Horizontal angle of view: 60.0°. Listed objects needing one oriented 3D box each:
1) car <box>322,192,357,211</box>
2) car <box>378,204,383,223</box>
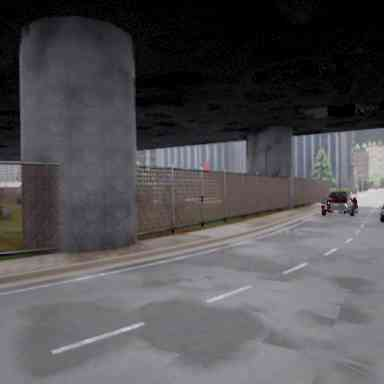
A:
[{"bbox_3d":[10.785,0.703,24.170,2.097,1.767,4.553,-1,1,31],"label":"car"},{"bbox_3d":[13.255,1.165,21.497,2.033,1.411,5.357,-1,1,31],"label":"car"}]
